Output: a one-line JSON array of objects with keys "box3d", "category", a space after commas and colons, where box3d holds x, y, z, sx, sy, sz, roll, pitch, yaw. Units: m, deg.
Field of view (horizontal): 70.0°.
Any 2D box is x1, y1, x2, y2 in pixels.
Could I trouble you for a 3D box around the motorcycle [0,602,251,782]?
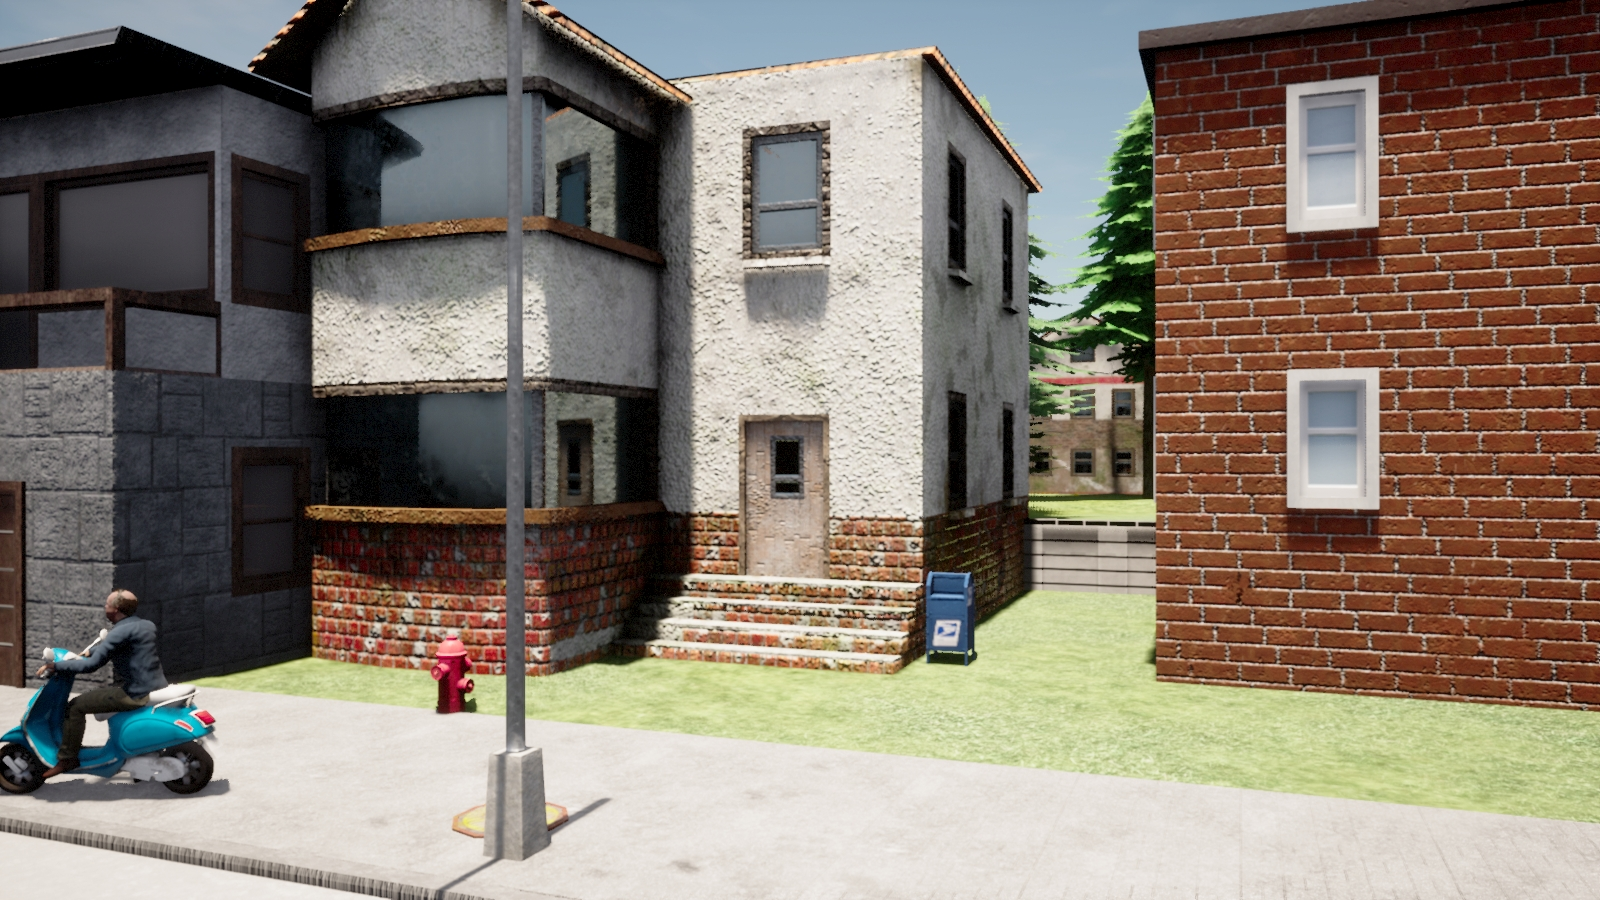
[{"box3d": [-5.443, 1.875, 9.020, 1.805, 1.236, 0.856, 0, 0, 1], "category": "motorcycle"}]
